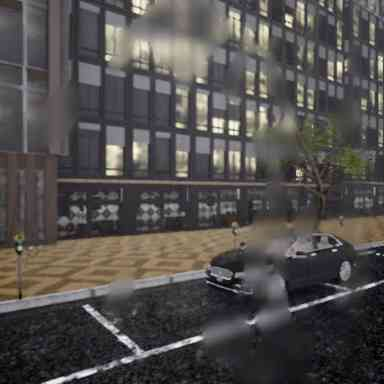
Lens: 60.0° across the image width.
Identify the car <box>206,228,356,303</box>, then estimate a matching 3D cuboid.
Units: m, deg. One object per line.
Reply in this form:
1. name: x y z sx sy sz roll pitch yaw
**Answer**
1. car: 2.356 1.615 8.257 4.403 1.369 2.008 1 -1 -36
